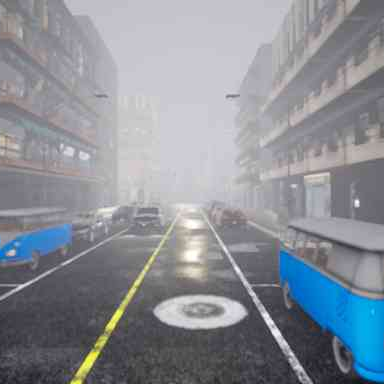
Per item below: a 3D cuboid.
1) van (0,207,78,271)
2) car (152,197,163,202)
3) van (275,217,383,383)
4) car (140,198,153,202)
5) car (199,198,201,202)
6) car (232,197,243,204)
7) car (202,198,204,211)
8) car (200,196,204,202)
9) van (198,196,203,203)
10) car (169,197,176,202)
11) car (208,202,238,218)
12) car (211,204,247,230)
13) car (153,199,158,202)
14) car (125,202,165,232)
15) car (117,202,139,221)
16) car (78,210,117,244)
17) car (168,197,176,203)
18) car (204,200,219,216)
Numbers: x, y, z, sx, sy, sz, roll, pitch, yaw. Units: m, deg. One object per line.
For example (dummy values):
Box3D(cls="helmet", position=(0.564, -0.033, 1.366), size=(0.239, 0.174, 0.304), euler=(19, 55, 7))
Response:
Box3D(cls="van", position=(-5.333, 1.422, 10.855), size=(1.690, 1.788, 3.998), euler=(0, 0, 0))
Box3D(cls="car", position=(-5.398, 1.671, 50.015), size=(2.192, 1.841, 5.009), euler=(0, 0, 0))
Box3D(cls="van", position=(2.557, 1.380, 5.275), size=(1.690, 1.788, 3.998), euler=(0, 0, 0))
Box3D(cls="car", position=(-5.370, 1.680, 33.231), size=(1.967, 1.590, 4.097), euler=(0, 0, 0))
Box3D(cls="car", position=(2.483, 1.900, 50.026), size=(1.887, 1.381, 4.507), euler=(0, 0, 0))
Box3D(cls="car", position=(10.737, 1.846, 69.239), size=(4.892, 1.490, 1.837), euler=(-1, 0, -1))
Box3D(cls="car", position=(2.501, 1.718, 38.838), size=(1.967, 1.590, 4.097), euler=(0, 0, 0))
Box3D(cls="car", position=(2.492, 1.756, 44.433), size=(1.967, 1.590, 4.097), euler=(0, 0, 0))
Box3D(cls="van", position=(2.420, 1.951, 88.069), size=(1.690, 1.788, 3.998), euler=(0, 0, 0))
Box3D(cls="car", position=(-5.437, 2.193, 93.805), size=(1.887, 1.381, 4.507), euler=(0, 0, 0))
Box3D(cls="car", position=(2.520, 1.781, 27.649), size=(1.802, 1.307, 4.206), euler=(0, 0, 0))
Box3D(cls="car", position=(2.529, 1.704, 22.056), size=(1.887, 1.381, 4.507), euler=(0, 0, 0))
Box3D(cls="car", position=(-5.379, 1.861, 38.824), size=(1.802, 1.307, 4.206), euler=(0, 0, 0))
Box3D(cls="car", position=(-2.784, 1.658, 21.583), size=(1.837, 1.490, 4.892), euler=(0, 0, 0))
Box3D(cls="car", position=(-5.360, 1.767, 27.636), size=(1.947, 1.339, 4.313), euler=(0, 0, 0))
Box3D(cls="car", position=(-5.342, 1.672, 16.448), size=(2.008, 1.369, 4.403), euler=(0, 0, 0))
Box3D(cls="car", position=(-5.428, 2.194, 88.216), size=(1.802, 1.307, 4.206), euler=(0, 0, 0))
Box3D(cls="car", position=(2.511, 1.679, 33.244), size=(1.967, 1.590, 4.097), euler=(0, 0, 0))
